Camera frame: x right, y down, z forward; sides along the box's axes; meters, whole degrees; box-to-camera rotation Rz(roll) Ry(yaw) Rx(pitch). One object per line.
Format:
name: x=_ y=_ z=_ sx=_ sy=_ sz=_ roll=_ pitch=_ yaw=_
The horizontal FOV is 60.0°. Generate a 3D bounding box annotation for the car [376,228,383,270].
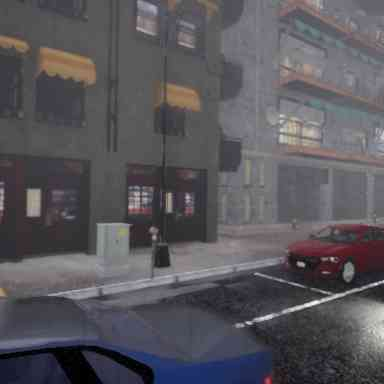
car: x=6.615 y=1.628 z=8.091 sx=4.674 sy=1.442 sz=1.812 roll=1 pitch=0 yaw=-36

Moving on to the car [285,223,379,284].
car: x=4.643 y=1.641 z=9.867 sx=4.507 sy=1.381 sz=1.887 roll=1 pitch=0 yaw=-36

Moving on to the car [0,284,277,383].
car: x=-1.800 y=1.544 z=2.058 sx=5.357 sy=1.411 sz=2.033 roll=1 pitch=0 yaw=-32

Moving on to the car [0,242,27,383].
car: x=-4.485 y=1.507 z=3.349 sx=4.829 sy=1.417 sz=1.752 roll=1 pitch=0 yaw=-36
